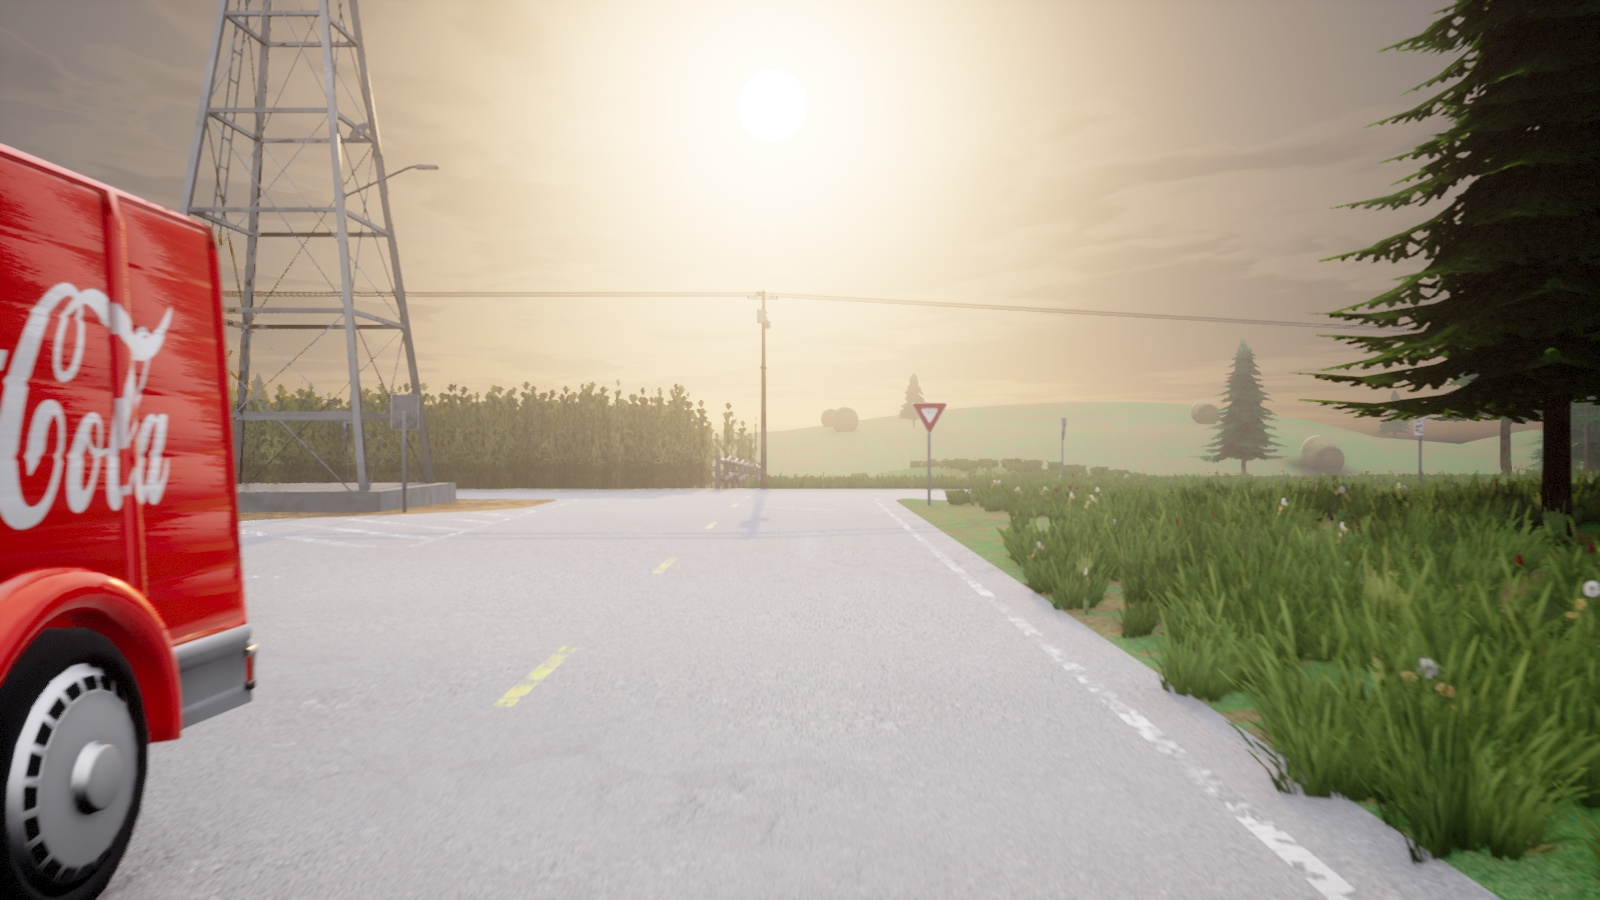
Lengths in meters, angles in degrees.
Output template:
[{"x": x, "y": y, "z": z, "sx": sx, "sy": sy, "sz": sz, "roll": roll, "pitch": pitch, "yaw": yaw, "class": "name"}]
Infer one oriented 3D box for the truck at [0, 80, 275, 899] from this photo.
[{"x": -3.470, "y": 0.243, "z": 2.527, "sx": 2.627, "sy": 2.467, "sz": 5.204, "roll": 0, "pitch": 0, "yaw": 0, "class": "truck"}]
